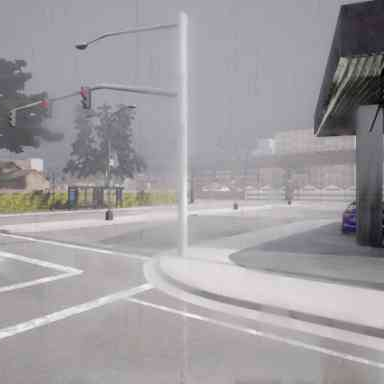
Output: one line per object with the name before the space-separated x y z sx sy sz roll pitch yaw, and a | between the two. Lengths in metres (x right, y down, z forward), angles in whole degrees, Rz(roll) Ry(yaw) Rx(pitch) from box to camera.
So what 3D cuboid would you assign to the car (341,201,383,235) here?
car | 9.490 1.295 17.698 2.242 1.667 4.611 0 0 37
